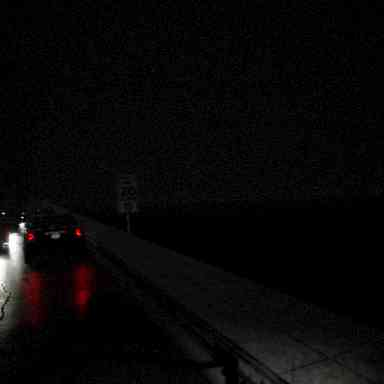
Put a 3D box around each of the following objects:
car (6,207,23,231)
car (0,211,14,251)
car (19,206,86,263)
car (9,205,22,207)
[{"bbox_3d":[-14.153,2.172,25.164,2.128,1.511,4.902,-3,0,-25],"label":"car"},{"bbox_3d":[-10.009,1.956,16.054,1.882,1.535,5.008,-3,0,-24],"label":"car"},{"bbox_3d":[-5.710,1.633,13.708,2.097,1.767,4.553,-3,0,-25],"label":"car"},{"bbox_3d":[-18.329,2.232,34.396,2.097,1.767,4.553,-3,0,-24],"label":"car"}]
